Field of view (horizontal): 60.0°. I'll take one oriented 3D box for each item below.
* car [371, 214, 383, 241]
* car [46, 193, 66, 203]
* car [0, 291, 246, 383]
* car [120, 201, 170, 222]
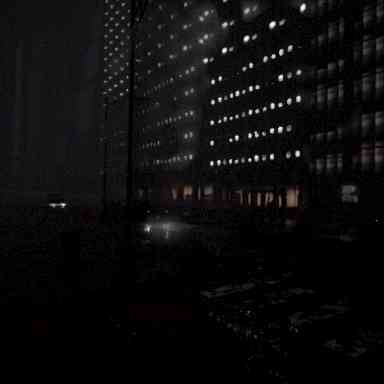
[{"bbox_3d":[11.137,1.427,14.877,2.150,2.045,5.566,1,0,-35],"label":"car"},{"bbox_3d":[-19.429,0.853,47.277,2.033,1.411,5.357,2,0,-34],"label":"car"},{"bbox_3d":[-1.895,1.470,1.794,5.008,1.535,1.882,1,0,-35],"label":"car"},{"bbox_3d":[-3.518,1.351,24.244,1.895,1.301,4.718,2,0,-35],"label":"car"}]
